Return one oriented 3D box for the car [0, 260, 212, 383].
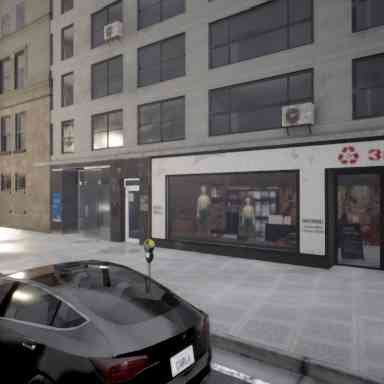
[{"bbox_3d":[-1.775,1.566,4.234,4.313,1.339,1.947,0,0,36],"label":"car"}]
